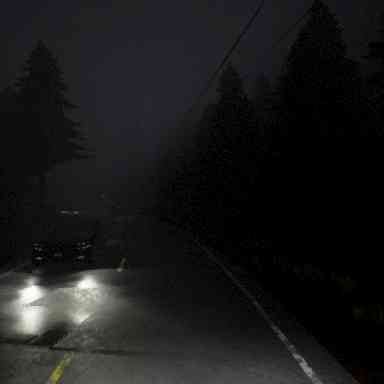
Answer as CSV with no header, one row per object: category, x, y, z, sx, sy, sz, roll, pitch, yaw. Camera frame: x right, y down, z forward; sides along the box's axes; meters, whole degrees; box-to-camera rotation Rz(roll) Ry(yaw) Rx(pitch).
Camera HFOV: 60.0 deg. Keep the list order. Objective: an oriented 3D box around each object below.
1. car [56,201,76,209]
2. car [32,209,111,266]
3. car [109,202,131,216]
car,-19.442,2.115,51.237,1.882,1.535,5.008,1,-1,-38
car,-4.354,1.632,12.418,1.882,1.535,5.008,0,-1,-8
car,-8.632,1.960,39.494,2.128,1.511,4.902,0,-1,-24
